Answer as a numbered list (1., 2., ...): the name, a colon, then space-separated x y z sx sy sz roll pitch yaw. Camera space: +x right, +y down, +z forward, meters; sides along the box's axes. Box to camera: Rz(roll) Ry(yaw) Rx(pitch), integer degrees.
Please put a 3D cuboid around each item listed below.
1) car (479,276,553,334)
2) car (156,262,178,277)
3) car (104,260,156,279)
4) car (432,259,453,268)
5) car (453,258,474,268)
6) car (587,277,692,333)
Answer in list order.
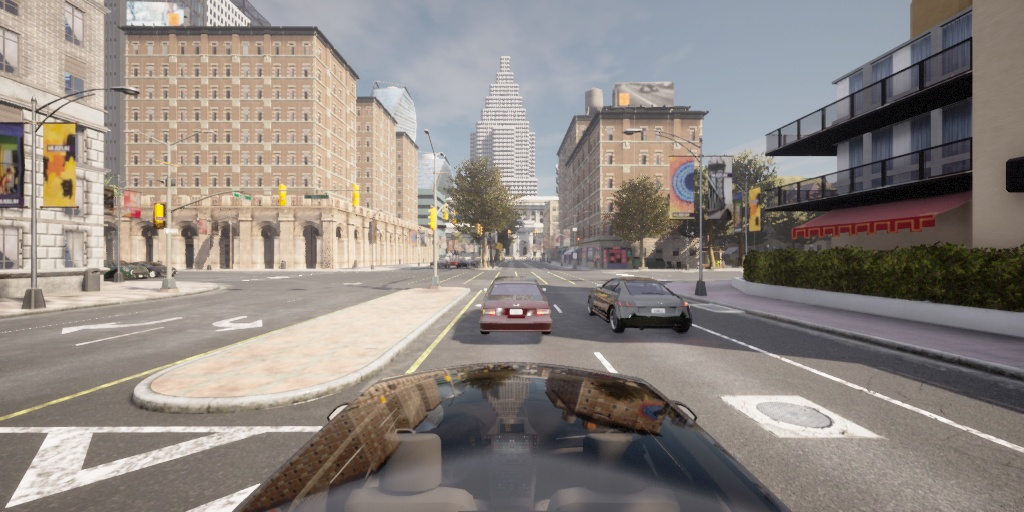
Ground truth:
1. car: 0.091 1.297 10.541 2.033 1.411 5.357 0 0 0
2. car: -34.195 1.255 33.522 4.892 1.490 1.837 0 0 0
3. car: -33.352 1.102 30.026 4.553 1.767 2.097 0 0 0
4. car: -11.634 1.276 60.276 1.812 1.442 4.674 0 0 0
5. car: -8.133 1.351 60.398 1.895 1.301 4.718 0 0 0
6. car: 3.588 1.314 10.801 1.994 1.385 4.181 0 0 0
